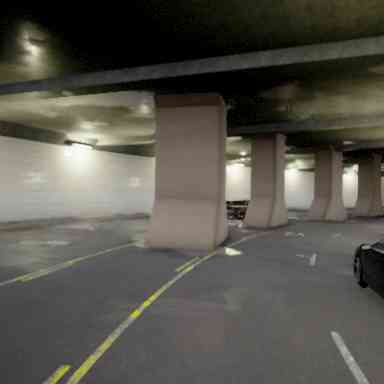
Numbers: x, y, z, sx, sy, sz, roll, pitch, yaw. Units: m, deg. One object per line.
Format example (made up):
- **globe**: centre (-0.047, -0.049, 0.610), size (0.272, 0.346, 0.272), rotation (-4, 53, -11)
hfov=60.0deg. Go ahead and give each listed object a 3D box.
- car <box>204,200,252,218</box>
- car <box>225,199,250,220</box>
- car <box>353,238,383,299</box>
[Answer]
- **car**: centre (3.471, 1.504, 31.370), size (1.837, 1.490, 4.892), rotation (0, 0, 45)
- **car**: centre (4.456, 1.370, 27.217), size (2.097, 1.767, 4.553), rotation (1, 0, 42)
- **car**: centre (4.588, 1.542, 6.456), size (2.128, 1.511, 4.902), rotation (1, 0, 13)
